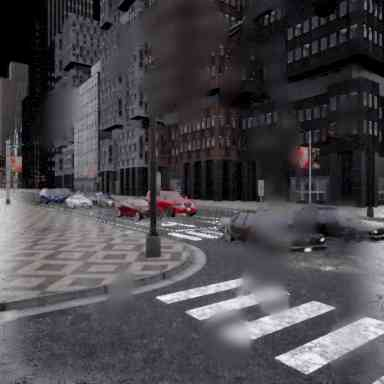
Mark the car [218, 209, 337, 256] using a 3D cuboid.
[{"bbox_3d":[2.837,1.448,13.229,2.033,1.411,5.357,0,1,-20],"label":"car"}]

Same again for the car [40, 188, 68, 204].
[{"bbox_3d":[-19.169,0.562,45.402,2.150,2.045,5.566,0,1,-36],"label":"car"}]

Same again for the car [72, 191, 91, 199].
[{"bbox_3d":[-21.985,0.531,66.145,2.128,1.511,4.902,0,1,-36],"label":"car"}]

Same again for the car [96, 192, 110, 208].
[{"bbox_3d":[-10.629,0.977,39.120,2.128,1.511,4.902,0,1,-36],"label":"car"}]

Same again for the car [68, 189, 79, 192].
[{"bbox_3d":[-20.202,0.462,52.445,2.150,2.045,5.566,0,1,-36],"label":"car"}]

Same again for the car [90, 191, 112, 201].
[{"bbox_3d":[-15.820,0.683,57.656,1.882,1.535,5.008,0,1,-36],"label":"car"}]

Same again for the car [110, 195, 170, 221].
[{"bbox_3d":[-3.918,1.194,24.331,1.882,1.535,5.008,0,1,-36],"label":"car"}]

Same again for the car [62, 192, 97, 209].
[{"bbox_3d":[-12.161,1.043,35.654,1.812,1.442,4.674,0,1,-35],"label":"car"}]

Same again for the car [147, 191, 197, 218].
[{"bbox_3d":[-1.854,0.921,27.022,2.150,2.045,5.566,0,1,-36],"label":"car"}]

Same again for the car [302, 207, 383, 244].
[{"bbox_3d":[6.384,1.443,15.681,2.033,1.411,5.357,0,1,-36],"label":"car"}]
